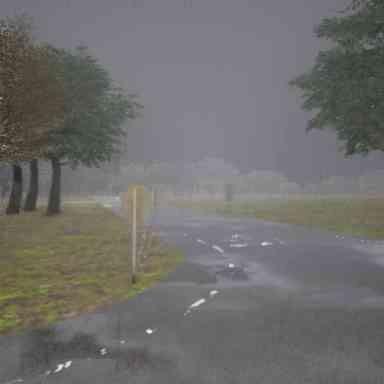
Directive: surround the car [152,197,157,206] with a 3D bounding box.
[{"bbox_3d":[-6.929,1.525,53.387,2.033,1.411,5.357,0,0,-19],"label":"car"}]
